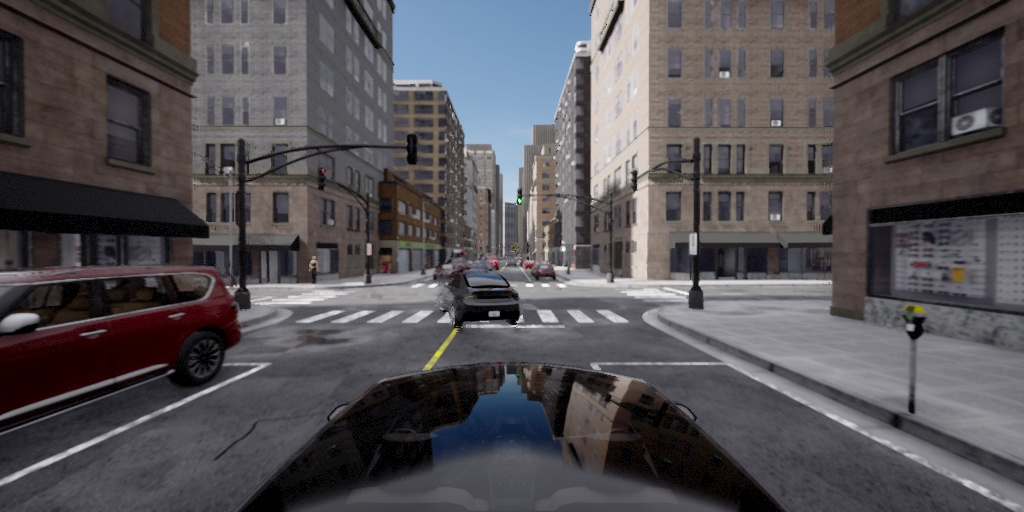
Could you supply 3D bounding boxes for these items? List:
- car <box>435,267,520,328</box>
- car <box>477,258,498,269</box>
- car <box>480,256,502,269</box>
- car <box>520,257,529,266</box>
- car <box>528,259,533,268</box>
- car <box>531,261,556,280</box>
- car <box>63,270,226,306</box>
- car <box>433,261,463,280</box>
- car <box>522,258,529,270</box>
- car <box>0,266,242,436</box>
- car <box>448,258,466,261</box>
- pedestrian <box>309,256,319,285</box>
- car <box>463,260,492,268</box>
[{"bbox_3d":[-1.207,1.266,11.618,1.837,1.490,4.892,1,0,-18],"label":"car"},{"bbox_3d":[-3.092,1.323,42.023,2.033,1.411,5.357,0,0,0],"label":"car"},{"bbox_3d":[-3.039,1.012,52.493,2.150,2.045,5.566,0,0,0],"label":"car"},{"bbox_3d":[2.856,1.241,59.026,1.967,1.591,4.097,0,0,0],"label":"car"},{"bbox_3d":[2.856,1.295,36.944,1.751,1.417,4.829,0,0,0],"label":"car"},{"bbox_3d":[2.856,1.346,31.211,1.802,1.307,4.207,0,0,0],"label":"car"},{"bbox_3d":[-16.648,1.400,16.461,5.357,1.411,2.033,0,1,0],"label":"car"},{"bbox_3d":[-5.669,1.345,31.183,1.802,1.307,4.207,0,0,0],"label":"car"},{"bbox_3d":[2.856,1.337,53.463,1.888,1.381,4.507,0,0,0],"label":"car"},{"bbox_3d":[-5.669,1.064,4.183,2.192,1.841,5.009,0,0,0],"label":"car"},{"bbox_3d":[-5.669,1.084,36.748,2.192,1.841,5.009,0,0,0],"label":"car"},{"bbox_3d":[-12.545,0.902,22.708,0.375,1.860,0.375,0,1,0],"label":"pedestrian"},{"bbox_3d":[-3.099,1.328,31.596,1.994,1.385,4.181,0,0,0],"label":"car"}]
